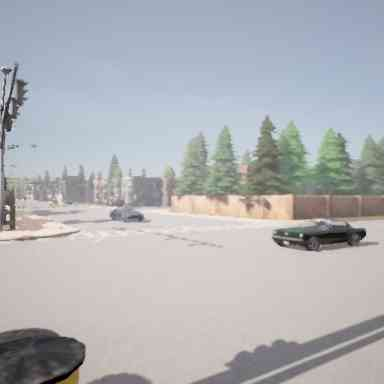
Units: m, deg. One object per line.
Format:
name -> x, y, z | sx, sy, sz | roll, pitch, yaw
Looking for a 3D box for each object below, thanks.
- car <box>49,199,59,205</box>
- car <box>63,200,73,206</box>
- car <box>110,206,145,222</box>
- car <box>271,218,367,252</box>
car -> -35.576, 2.663, 85.618 | 1.882, 1.535, 5.008 | 1, -1, -32
car -> -32.612, 2.788, 87.476 | 1.837, 1.490, 4.892 | 1, -1, -32
car -> -6.344, 2.092, 32.051 | 2.033, 1.411, 5.357 | 1, -1, -32
car -> 5.930, 1.896, 15.447 | 4.718, 1.301, 1.895 | 1, -1, -32
